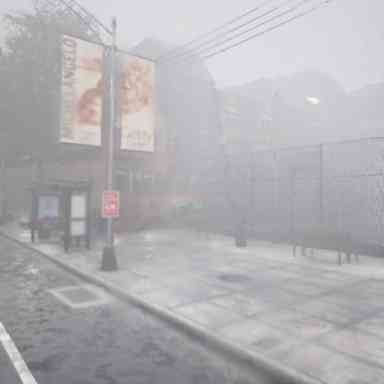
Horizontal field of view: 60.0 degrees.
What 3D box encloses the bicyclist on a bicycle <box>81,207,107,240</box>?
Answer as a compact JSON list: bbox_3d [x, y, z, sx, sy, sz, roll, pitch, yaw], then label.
[{"bbox_3d":[-4.762,1.591,16.600,1.656,1.620,0.582,1,-1,-39],"label":"bicyclist on a bicycle"}]
